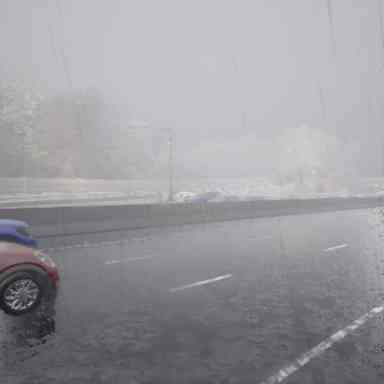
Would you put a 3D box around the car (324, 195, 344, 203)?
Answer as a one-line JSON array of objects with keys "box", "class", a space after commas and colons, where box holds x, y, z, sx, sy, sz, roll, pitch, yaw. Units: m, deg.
[{"box": [27.276, 1.237, 63.931, 4.674, 1.442, 1.812, 0, 0, -43], "class": "car"}]

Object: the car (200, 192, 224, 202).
[{"box": [3.514, 1.127, 37.353, 4.553, 1.767, 2.097, 0, 0, -43], "class": "car"}]

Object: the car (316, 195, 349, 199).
[{"box": [20.285, 1.281, 48.011, 4.892, 1.490, 1.837, 0, 0, -42], "class": "car"}]

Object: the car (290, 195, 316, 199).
[{"box": [17.227, 1.277, 49.958, 4.674, 1.442, 1.812, 0, 0, -42], "class": "car"}]

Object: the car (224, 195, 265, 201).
[{"box": [5.923, 1.151, 34.815, 4.553, 1.767, 2.097, 0, 0, -43], "class": "car"}]

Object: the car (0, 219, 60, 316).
[{"box": [-4.724, 1.296, 5.678, 4.553, 1.767, 2.097, 0, 0, -43], "class": "car"}]

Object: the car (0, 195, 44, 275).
[{"box": [-6.981, 1.141, 8.357, 5.566, 2.045, 2.150, 0, 0, -43], "class": "car"}]

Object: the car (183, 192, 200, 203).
[{"box": [1.439, 0.973, 40.197, 5.566, 2.045, 2.150, 0, 0, -43], "class": "car"}]

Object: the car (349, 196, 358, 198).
[{"box": [29.179, 1.332, 60.926, 4.718, 1.301, 1.895, 0, 0, -43], "class": "car"}]

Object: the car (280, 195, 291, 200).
[{"box": [16.121, 1.219, 53.676, 4.902, 1.511, 2.128, 0, 0, -42], "class": "car"}]
